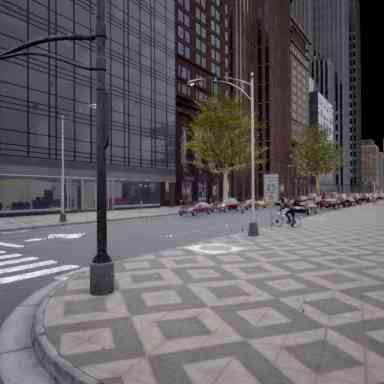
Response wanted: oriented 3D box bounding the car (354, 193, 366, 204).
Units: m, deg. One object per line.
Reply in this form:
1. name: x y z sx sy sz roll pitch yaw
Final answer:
1. car: 26.594 1.117 54.793 2.192 1.841 5.009 0 0 35

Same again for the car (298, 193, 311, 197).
1. car: 19.574 1.415 59.628 1.887 1.381 4.507 0 0 35

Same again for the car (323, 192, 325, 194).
1. car: 22.124 1.051 52.827 2.150 2.045 5.566 -1 0 35

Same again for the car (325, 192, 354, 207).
1. car: 20.206 1.136 45.500 2.192 1.841 5.009 0 0 35

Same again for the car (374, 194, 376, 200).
1. car: 36.273 1.302 68.873 1.752 1.417 4.829 -1 0 35

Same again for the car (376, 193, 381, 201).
1. car: 42.565 1.358 78.027 1.802 1.307 4.206 -1 0 35

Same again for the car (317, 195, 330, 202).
1. car: 29.158 1.426 73.570 1.802 1.307 4.206 0 0 35

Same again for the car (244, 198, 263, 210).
1. car: 6.797 1.494 41.038 1.802 1.307 4.206 0 0 35

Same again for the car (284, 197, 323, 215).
1. car: 10.625 1.424 31.557 1.947 1.339 4.313 0 0 35

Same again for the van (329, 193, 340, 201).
1. van: 35.544 1.185 82.867 1.690 1.788 3.998 -1 0 35

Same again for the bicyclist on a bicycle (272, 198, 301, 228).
1. bicyclist on a bicycle: 5.202 1.177 18.439 1.656 1.620 0.582 -1 0 35

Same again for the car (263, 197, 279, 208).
1. car: 9.895 1.425 45.545 1.752 1.417 4.829 0 0 35

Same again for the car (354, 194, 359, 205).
1. car: 23.401 1.377 50.145 1.947 1.339 4.313 0 0 35

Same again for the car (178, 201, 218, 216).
1. car: 0.408 1.524 31.743 1.802 1.307 4.206 0 0 35

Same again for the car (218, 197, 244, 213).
1. car: 3.601 1.366 36.390 1.967 1.590 4.097 0 0 35

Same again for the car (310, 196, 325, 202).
1. car: 25.964 1.417 68.924 1.947 1.339 4.313 0 0 35

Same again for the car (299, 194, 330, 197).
1. car: 16.441 1.339 44.558 2.128 1.511 4.902 -1 0 35

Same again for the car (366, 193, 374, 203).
1. car: 32.982 1.099 64.087 2.192 1.841 5.009 0 0 35

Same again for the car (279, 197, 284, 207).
1. car: 13.186 1.455 50.334 1.947 1.339 4.313 0 0 35

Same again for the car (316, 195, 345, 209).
1. car: 17.013 1.377 40.852 1.887 1.381 4.507 0 0 35
